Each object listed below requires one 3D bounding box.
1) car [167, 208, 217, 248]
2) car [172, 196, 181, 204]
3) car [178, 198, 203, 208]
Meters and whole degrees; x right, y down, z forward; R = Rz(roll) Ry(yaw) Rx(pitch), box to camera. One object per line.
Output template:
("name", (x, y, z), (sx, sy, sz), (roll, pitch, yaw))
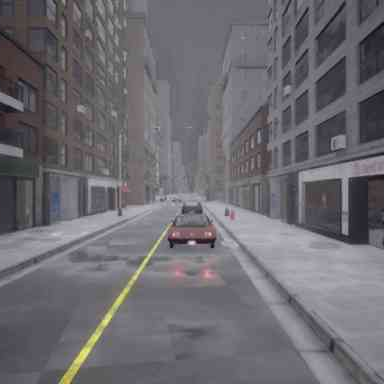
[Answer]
("car", (0.000, 1.618, 14.680), (1.895, 1.301, 4.718), (0, 0, 0))
("car", (-3.005, 1.510, 67.598), (1.882, 1.535, 5.008), (0, 0, 0))
("car", (0.000, 1.494, 29.650), (1.882, 1.535, 5.008), (0, 0, 0))
